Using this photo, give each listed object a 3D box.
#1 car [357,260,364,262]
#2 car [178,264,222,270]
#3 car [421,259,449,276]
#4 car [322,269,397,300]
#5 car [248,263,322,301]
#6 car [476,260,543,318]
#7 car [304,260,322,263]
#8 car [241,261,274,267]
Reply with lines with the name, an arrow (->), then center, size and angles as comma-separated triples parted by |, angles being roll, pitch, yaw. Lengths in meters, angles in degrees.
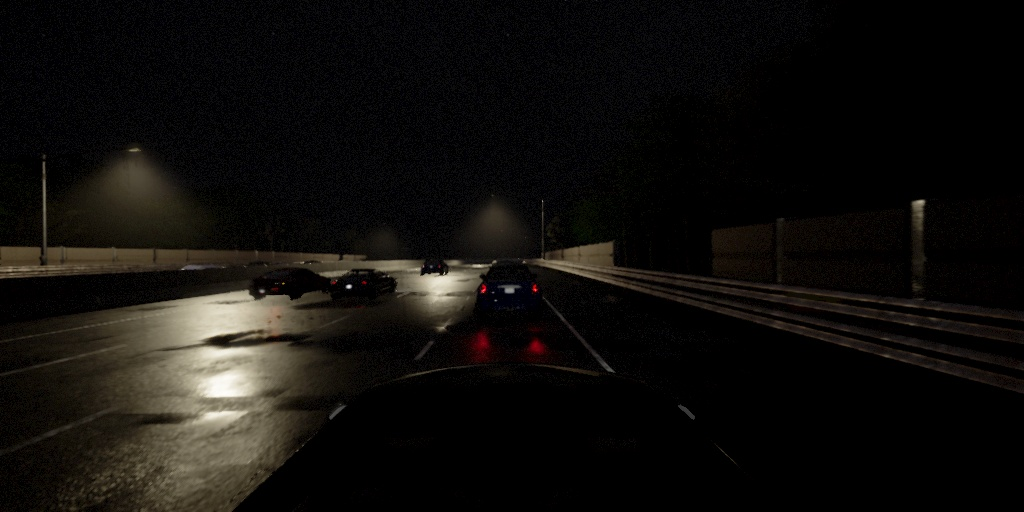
car -> -22.100, 1.385, 52.729 | 1.812, 1.442, 4.674 | 0, 0, -1
car -> -25.148, 1.381, 28.795 | 2.033, 1.411, 5.357 | 0, 0, -1
car -> -7.591, 1.036, 35.664 | 2.097, 1.767, 4.553 | 0, 0, -1
car -> -7.216, 1.308, 17.769 | 1.994, 1.385, 4.181 | 0, 0, -1
car -> -10.708, 1.297, 17.610 | 1.812, 1.442, 4.674 | 0, 0, -1
car -> -0.117, 1.062, 13.014 | 2.097, 1.767, 4.553 | 0, 0, -1
car -> -29.081, 1.413, 51.933 | 1.837, 1.490, 4.892 | 0, 0, -1
car -> -32.476, 1.408, 45.856 | 1.837, 1.490, 4.892 | 0, 0, -1
